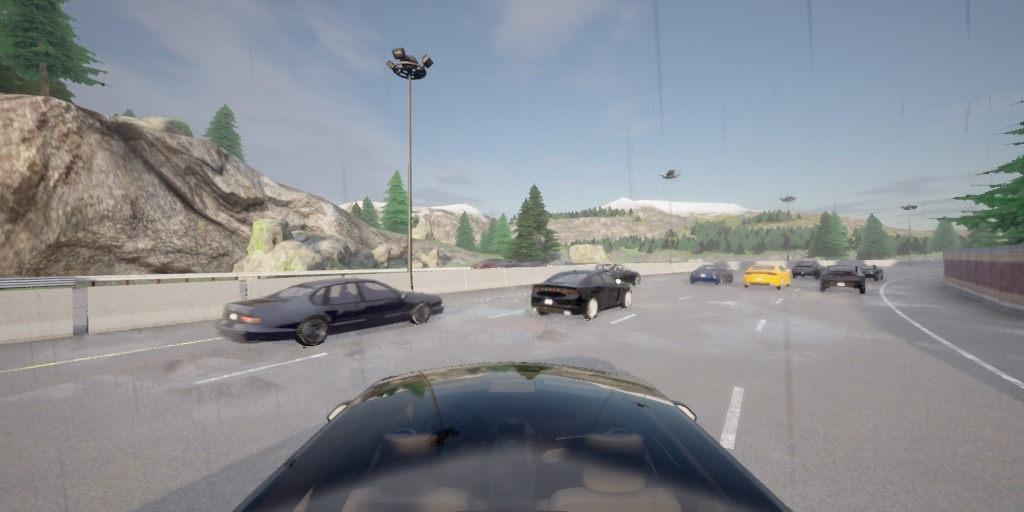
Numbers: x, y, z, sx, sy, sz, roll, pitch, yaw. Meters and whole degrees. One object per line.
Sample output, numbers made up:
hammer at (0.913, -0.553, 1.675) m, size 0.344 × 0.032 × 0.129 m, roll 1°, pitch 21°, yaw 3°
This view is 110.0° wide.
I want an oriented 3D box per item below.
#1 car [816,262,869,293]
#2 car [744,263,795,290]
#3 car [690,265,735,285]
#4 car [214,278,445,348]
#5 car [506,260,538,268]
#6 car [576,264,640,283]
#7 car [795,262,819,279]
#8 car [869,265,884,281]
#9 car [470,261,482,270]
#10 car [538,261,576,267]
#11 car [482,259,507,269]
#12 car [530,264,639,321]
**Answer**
car at (19.234, 1.256, 20.793) m, size 4.892 × 1.490 × 1.837 m, roll 0°, pitch 0°, yaw -45°
car at (16.291, 1.228, 22.799) m, size 5.008 × 1.535 × 1.882 m, roll 0°, pitch 0°, yaw -45°
car at (14.568, 1.314, 26.027) m, size 4.181 × 1.385 × 1.994 m, roll 0°, pitch 0°, yaw -45°
car at (-4.281, 1.297, 9.417) m, size 2.033 × 1.411 × 5.357 m, roll 0°, pitch 0°, yaw 35°
car at (1.857, 1.314, 38.318) m, size 4.181 × 1.385 × 1.994 m, roll 0°, pitch 0°, yaw -45°
car at (6.441, 1.242, 22.630) m, size 2.128 × 1.511 × 4.902 m, roll 0°, pitch 0°, yaw 42°
car at (26.725, 1.241, 32.137) m, size 4.902 × 1.511 × 2.128 m, roll 0°, pitch 0°, yaw -39°
car at (29.358, 1.351, 29.791) m, size 4.718 × 1.301 × 1.895 m, roll 0°, pitch 0°, yaw -39°
car at (-2.881, 1.102, 43.460) m, size 4.553 × 1.767 × 2.097 m, roll 0°, pitch 0°, yaw -44°
car at (5.183, 1.275, 36.704) m, size 4.674 × 1.442 × 1.812 m, roll 0°, pitch 0°, yaw -44°
car at (-0.568, 1.241, 40.848) m, size 4.902 × 1.511 × 2.128 m, roll 0°, pitch 0°, yaw -44°
car at (2.619, 1.227, 12.723) m, size 1.882 × 1.535 × 5.008 m, roll 0°, pitch 0°, yaw 38°
